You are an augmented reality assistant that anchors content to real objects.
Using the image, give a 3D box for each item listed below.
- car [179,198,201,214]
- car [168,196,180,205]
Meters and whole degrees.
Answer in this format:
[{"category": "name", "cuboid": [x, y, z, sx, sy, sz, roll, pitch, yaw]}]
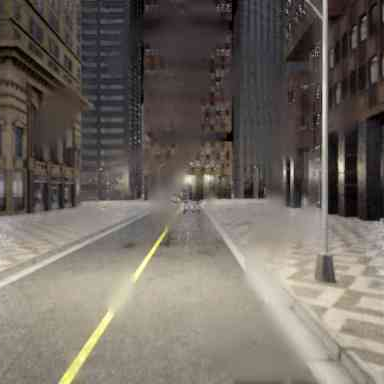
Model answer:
[{"category": "car", "cuboid": [-0.002, 1.555, 35.601, 2.033, 1.411, 5.357, 0, 0, 0]}, {"category": "car", "cuboid": [-3.002, 1.473, 57.431, 1.882, 1.535, 5.008, 0, 0, 0]}]
